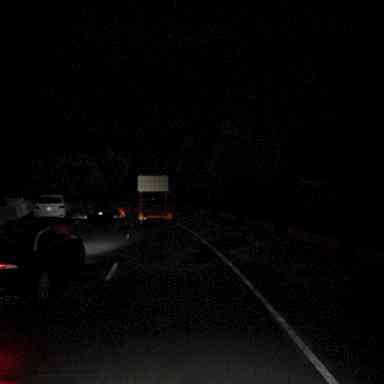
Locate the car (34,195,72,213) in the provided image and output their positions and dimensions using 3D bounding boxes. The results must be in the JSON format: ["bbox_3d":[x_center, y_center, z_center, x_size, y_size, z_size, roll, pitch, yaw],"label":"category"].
[{"bbox_3d":[-10.572,1.220,25.583,2.150,2.045,5.566,0,0,-15],"label":"car"}]

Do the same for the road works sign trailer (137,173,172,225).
[{"bbox_3d":[-2.843,0.445,24.138,2.380,3.560,2.880,0,0,-16],"label":"road works sign trailer"}]

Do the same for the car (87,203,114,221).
[{"bbox_3d":[-7.247,1.553,26.421,1.994,1.385,4.181,0,0,-15],"label":"car"}]

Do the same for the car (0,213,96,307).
[{"bbox_3d":[-3.939,1.493,7.888,2.128,1.511,4.902,0,0,-5],"label":"car"}]
